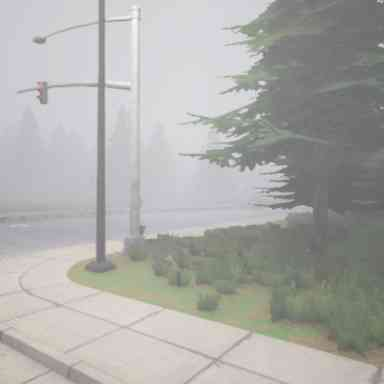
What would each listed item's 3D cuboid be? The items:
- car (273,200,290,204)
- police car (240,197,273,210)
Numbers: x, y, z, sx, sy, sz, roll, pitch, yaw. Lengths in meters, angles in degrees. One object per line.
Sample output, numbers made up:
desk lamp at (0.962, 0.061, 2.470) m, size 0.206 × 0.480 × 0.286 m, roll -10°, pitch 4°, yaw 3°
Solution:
car at (13.203, 1.352, 48.071) m, size 2.128 × 1.511 × 4.902 m, roll 0°, pitch 0°, yaw 37°
police car at (7.606, 1.364, 40.450) m, size 2.038 × 1.542 × 4.974 m, roll 0°, pitch 0°, yaw 36°
